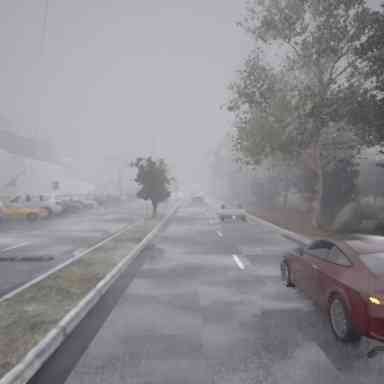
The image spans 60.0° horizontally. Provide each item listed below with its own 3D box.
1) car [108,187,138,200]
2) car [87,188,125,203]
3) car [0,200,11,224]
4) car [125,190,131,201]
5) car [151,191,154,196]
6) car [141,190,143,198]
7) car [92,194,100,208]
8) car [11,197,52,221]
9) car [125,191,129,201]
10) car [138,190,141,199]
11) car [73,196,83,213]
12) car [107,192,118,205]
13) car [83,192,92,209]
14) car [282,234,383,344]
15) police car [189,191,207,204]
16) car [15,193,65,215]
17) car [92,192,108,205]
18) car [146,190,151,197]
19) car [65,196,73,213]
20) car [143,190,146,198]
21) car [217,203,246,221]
[{"bbox_3d":[-13.840,0.673,63.914,5.566,2.045,2.435,-1,1,-20],"label":"car"},{"bbox_3d":[-13.799,0.835,51.945,5.566,2.045,2.435,-1,1,-20],"label":"car"},{"bbox_3d":[-13.815,1.228,18.924,5.566,2.045,2.435,-1,0,-20],"label":"car"},{"bbox_3d":[-13.989,1.001,57.866,5.366,1.575,1.946,-1,1,-20],"label":"car"},{"bbox_3d":[-13.731,0.404,93.973,5.566,2.045,2.435,-1,0,-20],"label":"car"},{"bbox_3d":[-13.841,0.703,72.927,4.553,1.767,2.185,-1,0,-20],"label":"car"},{"bbox_3d":[-13.828,1.314,39.930,4.674,1.452,2.002,-1,1,-20],"label":"car"},{"bbox_3d":[-13.662,1.437,24.979,5.366,1.575,1.946,-1,0,-20],"label":"car"},{"bbox_3d":[-13.643,1.036,55.000,5.366,1.575,1.946,-1,1,-20],"label":"car"},{"bbox_3d":[-13.780,0.731,69.941,4.553,1.767,2.185,-1,1,-20],"label":"car"},{"bbox_3d":[-13.832,1.399,33.931,4.674,1.452,2.002,-1,0,-20],"label":"car"},{"bbox_3d":[-13.795,1.162,48.946,4.792,1.488,2.163,-1,1,-20],"label":"car"},{"bbox_3d":[-13.860,1.191,36.917,4.553,1.767,2.185,-1,1,-20],"label":"car"},{"bbox_3d":[3.100,1.526,6.297,1.812,1.442,4.674,0,0,0],"label":"car"},{"bbox_3d":[0.895,0.992,53.761,1.930,1.638,5.238,0,1,0],"label":"police car"},{"bbox_3d":[-13.861,1.168,27.904,5.566,2.045,2.435,-1,1,-20],"label":"car"},{"bbox_3d":[-13.817,1.228,42.930,5.008,1.535,2.097,-1,1,-20],"label":"car"},{"bbox_3d":[-13.831,0.500,81.924,5.566,2.045,2.435,-1,1,-20],"label":"car"},{"bbox_3d":[-13.856,1.419,30.906,4.792,1.488,2.163,-1,1,-20],"label":"car"},{"bbox_3d":[-13.814,0.802,75.938,4.892,1.521,2.231,-1,0,-20],"label":"car"},{"bbox_3d":[3.098,1.537,26.790,1.895,1.301,4.718,0,0,0],"label":"car"}]
